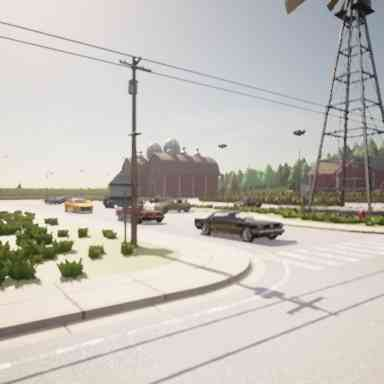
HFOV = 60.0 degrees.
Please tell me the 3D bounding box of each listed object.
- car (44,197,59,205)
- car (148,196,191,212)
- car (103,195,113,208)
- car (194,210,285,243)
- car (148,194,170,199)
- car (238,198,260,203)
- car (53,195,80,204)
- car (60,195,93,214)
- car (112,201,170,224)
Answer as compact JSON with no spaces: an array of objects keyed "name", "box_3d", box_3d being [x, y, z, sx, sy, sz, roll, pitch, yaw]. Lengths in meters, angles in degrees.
[{"name":"car","box_3d":[-24.689,1.535,58.977,2.033,1.411,5.357,0,0,-36]},{"name":"car","box_3d":[-2.168,1.489,36.025,4.193,1.474,1.816,0,0,-36]},{"name":"car","box_3d":[-10.578,1.297,46.578,3.866,1.878,1.905,0,0,-36]},{"name":"car","box_3d":[2.203,1.591,16.391,1.895,1.301,4.718,0,0,-37]},{"name":"car","box_3d":[-5.884,1.283,62.624,4.605,1.855,1.932,0,0,-36]},{"name":"car","box_3d":[7.518,1.494,44.576,3.905,1.438,1.784,0,0,-36]},{"name":"car","box_3d":[-24.854,1.464,66.127,4.611,1.667,2.242,0,0,-36]},{"name":"car","box_3d":[-12.303,1.468,36.012,1.882,1.535,5.008,0,0,-36]},{"name":"car","box_3d":[-3.898,1.591,24.627,1.895,1.301,4.718,0,0,-36]}]
